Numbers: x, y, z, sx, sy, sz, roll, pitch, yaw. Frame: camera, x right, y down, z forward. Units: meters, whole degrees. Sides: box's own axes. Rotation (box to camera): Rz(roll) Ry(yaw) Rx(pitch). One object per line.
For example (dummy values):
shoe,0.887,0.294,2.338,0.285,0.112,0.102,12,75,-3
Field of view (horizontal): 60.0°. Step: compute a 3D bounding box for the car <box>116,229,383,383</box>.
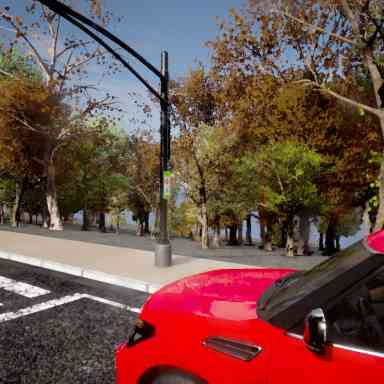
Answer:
car,1.984,1.222,2.298,5.566,2.045,2.150,0,0,34
